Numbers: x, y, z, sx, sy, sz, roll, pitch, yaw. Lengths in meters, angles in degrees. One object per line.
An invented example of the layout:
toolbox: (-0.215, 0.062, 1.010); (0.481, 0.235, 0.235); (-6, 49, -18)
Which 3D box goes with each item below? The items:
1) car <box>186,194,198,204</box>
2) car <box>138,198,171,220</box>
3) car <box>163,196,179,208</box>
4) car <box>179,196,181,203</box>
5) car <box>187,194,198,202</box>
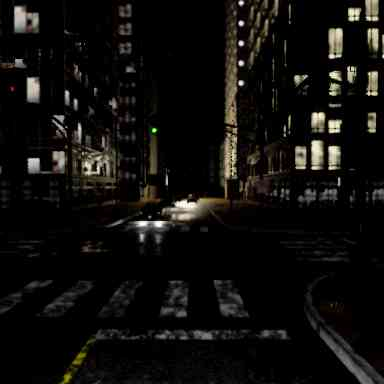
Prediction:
car: (0.015, 1.327, 57.006); (2.033, 1.411, 5.357); (0, 0, 0)
car: (-3.090, 1.432, 27.042); (2.033, 1.411, 5.357); (0, 0, 0)
car: (-3.070, 1.329, 43.868); (1.837, 1.490, 4.892); (0, 0, 0)
car: (-2.983, 1.418, 61.579); (1.895, 1.301, 4.718); (0, 0, 0)
car: (0.018, 1.244, 67.423); (2.128, 1.511, 4.902); (0, 0, 0)
